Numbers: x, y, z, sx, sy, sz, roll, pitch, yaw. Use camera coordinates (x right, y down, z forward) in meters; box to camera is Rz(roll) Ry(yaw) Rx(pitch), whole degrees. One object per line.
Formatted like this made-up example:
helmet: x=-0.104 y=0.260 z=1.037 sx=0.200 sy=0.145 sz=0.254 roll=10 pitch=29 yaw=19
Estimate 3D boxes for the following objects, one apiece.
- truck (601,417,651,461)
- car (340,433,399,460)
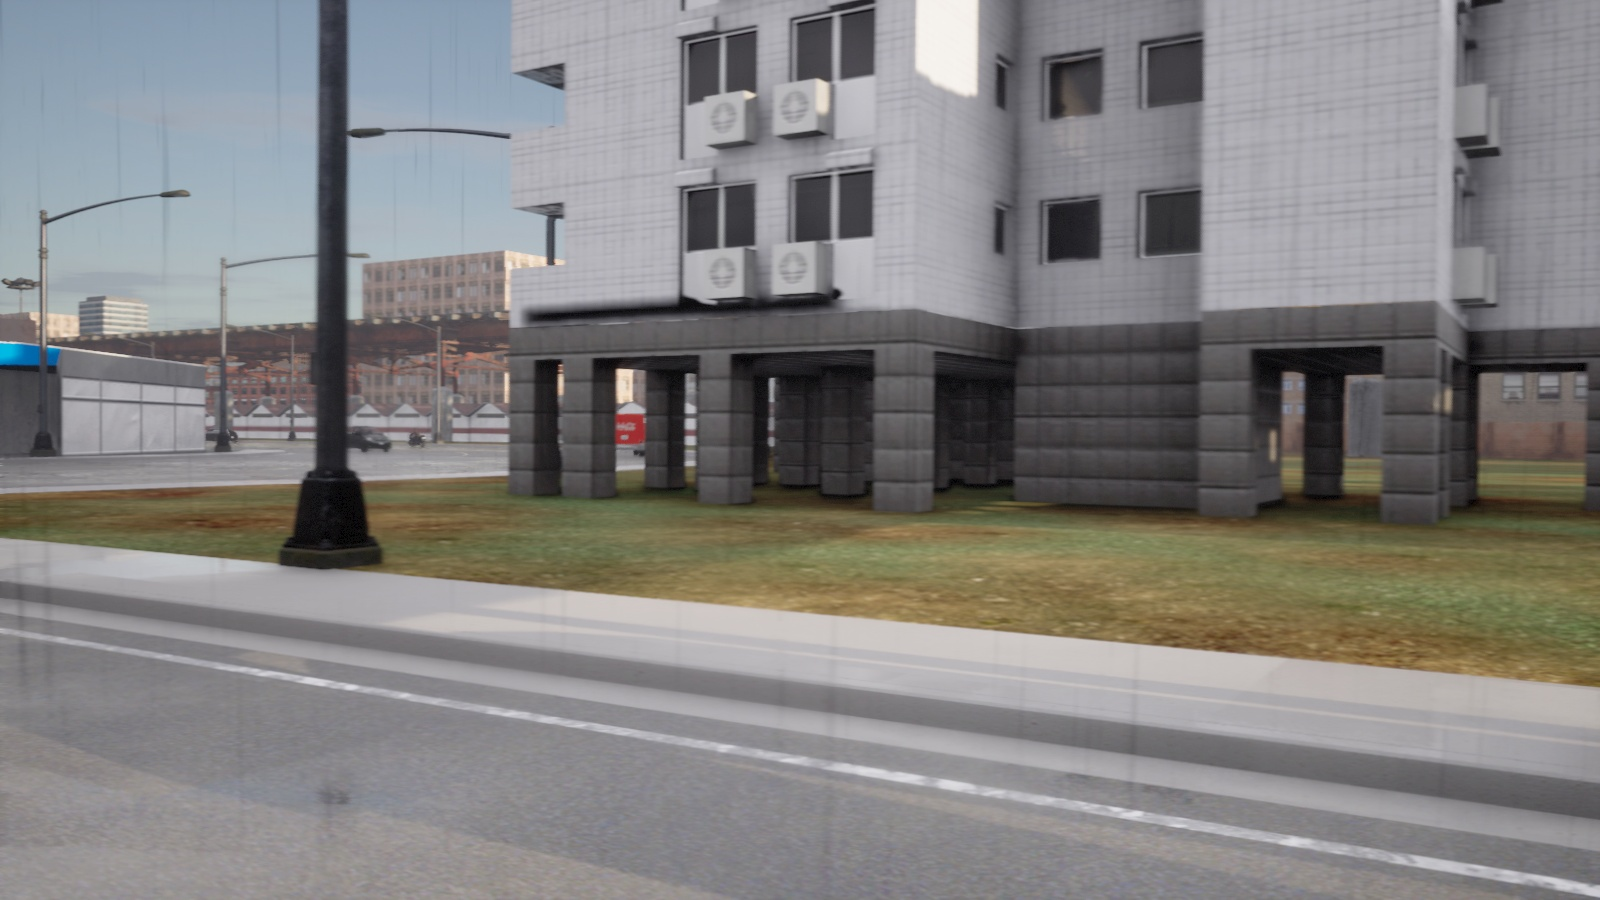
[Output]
truck: x=-10.189 y=-0.688 z=73.158 sx=2.627 sy=2.467 sz=5.204 roll=0 pitch=1 yaw=-11
car: x=-26.695 y=-0.219 z=77.807 sx=3.988 sy=1.617 sz=1.851 roll=0 pitch=1 yaw=44
